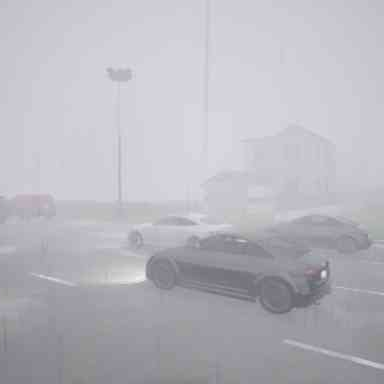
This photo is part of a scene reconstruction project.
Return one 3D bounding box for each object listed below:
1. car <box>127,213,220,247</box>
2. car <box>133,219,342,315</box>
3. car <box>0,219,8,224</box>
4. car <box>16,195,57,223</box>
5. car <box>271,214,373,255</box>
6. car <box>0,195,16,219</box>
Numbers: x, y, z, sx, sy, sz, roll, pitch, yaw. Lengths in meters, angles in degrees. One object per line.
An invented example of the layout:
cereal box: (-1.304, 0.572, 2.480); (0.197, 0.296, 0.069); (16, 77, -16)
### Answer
car: (-0.422, 1.524, 12.874); (4.674, 1.442, 1.812); (0, 0, 35)
car: (0.922, 1.563, 7.623); (4.181, 1.385, 1.994); (0, 0, 36)
car: (-7.169, 1.502, 9.103); (4.892, 1.490, 1.837); (0, 0, 36)
car: (-12.921, 1.215, 26.104); (5.566, 2.045, 2.150); (0, 0, 36)
car: (4.897, 1.563, 13.387); (4.181, 1.385, 1.994); (0, 0, 36)
car: (-14.958, 1.215, 23.258); (5.566, 2.045, 2.150); (0, 0, 36)
